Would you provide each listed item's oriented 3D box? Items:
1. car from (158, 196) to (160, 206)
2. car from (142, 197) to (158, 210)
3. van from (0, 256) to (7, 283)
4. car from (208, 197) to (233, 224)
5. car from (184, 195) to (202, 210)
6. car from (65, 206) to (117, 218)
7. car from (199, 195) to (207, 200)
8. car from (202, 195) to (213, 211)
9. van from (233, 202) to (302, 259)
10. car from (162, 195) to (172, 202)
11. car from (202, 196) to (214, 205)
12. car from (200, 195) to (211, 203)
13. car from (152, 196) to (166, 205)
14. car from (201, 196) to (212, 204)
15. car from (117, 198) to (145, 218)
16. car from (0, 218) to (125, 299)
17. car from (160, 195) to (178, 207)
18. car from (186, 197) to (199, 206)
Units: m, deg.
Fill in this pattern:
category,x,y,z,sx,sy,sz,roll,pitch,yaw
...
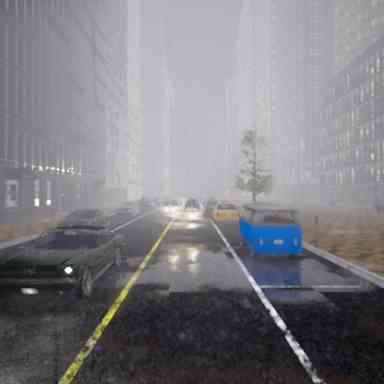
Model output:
category,x,y,z,sx,sy,sz,roll,pitch,yaw
car,-5.668,1.463,52.074,2.008,1.369,4.403,0,0,0
car,-5.671,1.370,40.696,1.967,1.590,4.097,0,0,0
van,-5.680,1.329,6.560,1.690,1.788,3.998,0,0,0
car,2.359,1.414,24.052,1.801,1.575,5.366,0,0,0
car,0.025,1.453,42.344,1.812,1.442,4.674,0,0,1
car,-5.679,1.534,17.939,1.947,1.339,4.313,0,0,0
car,2.723,1.428,86.182,1.947,1.339,4.313,0,0,0
car,2.710,1.471,46.360,2.008,1.369,4.403,0,0,0
van,2.702,1.319,12.227,1.690,1.788,3.998,0,0,0
car,-5.661,1.422,74.830,1.887,1.381,4.507,0,0,0
car,2.714,1.447,57.738,1.887,1.381,4.507,0,0,0
car,2.717,1.436,69.116,2.008,1.369,4.403,0,0,0
car,-5.667,1.447,57.763,1.887,1.381,4.507,0,0,0
car,2.715,1.476,63.428,1.802,1.307,4.206,0,0,0
car,-5.675,1.499,29.317,2.008,1.369,4.403,0,0,0
car,-3.098,1.585,8.549,1.895,1.301,4.718,0,0,0
car,-3.060,1.408,48.959,2.128,1.511,4.902,0,0,0
car,0.017,1.473,53.784,1.994,1.385,4.181,0,0,0
